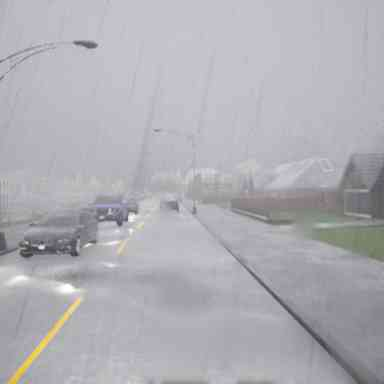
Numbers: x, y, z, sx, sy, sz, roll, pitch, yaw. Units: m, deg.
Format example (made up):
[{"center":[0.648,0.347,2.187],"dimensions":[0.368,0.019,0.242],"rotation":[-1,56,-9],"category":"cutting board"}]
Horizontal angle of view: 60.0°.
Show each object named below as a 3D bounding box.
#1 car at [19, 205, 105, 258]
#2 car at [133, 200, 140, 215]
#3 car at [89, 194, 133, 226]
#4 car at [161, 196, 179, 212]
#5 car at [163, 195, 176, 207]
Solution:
[{"center":[-4.936,1.494,12.967],"dimensions":[1.837,1.490,4.892],"rotation":[-1,0,-4],"category":"car"},{"center":[-6.287,1.469,32.872],"dimensions":[1.994,1.385,4.181],"rotation":[-1,0,-4],"category":"car"},{"center":[-5.624,1.169,22.816],"dimensions":[2.150,2.045,5.566],"rotation":[-1,0,-4],"category":"car"},{"center":[-2.379,1.325,35.987],"dimensions":[1.882,1.535,5.008],"rotation":[-1,0,-3],"category":"car"},{"center":[-3.280,1.272,48.639],"dimensions":[1.882,1.535,5.008],"rotation":[-1,0,-3],"category":"car"}]
